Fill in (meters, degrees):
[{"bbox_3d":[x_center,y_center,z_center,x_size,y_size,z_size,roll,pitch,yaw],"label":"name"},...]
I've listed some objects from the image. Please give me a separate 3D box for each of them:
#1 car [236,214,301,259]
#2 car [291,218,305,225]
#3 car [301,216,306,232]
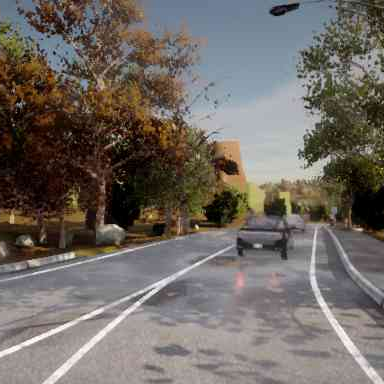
[{"bbox_3d":[3.112,1.709,13.622,2.128,1.511,4.902,0,-2,21],"label":"car"},{"bbox_3d":[23.390,6.425,73.033,2.033,1.411,5.357,0,-5,28],"label":"car"},{"bbox_3d":[8.443,2.572,27.673,1.812,1.442,4.674,0,-4,21],"label":"car"}]
